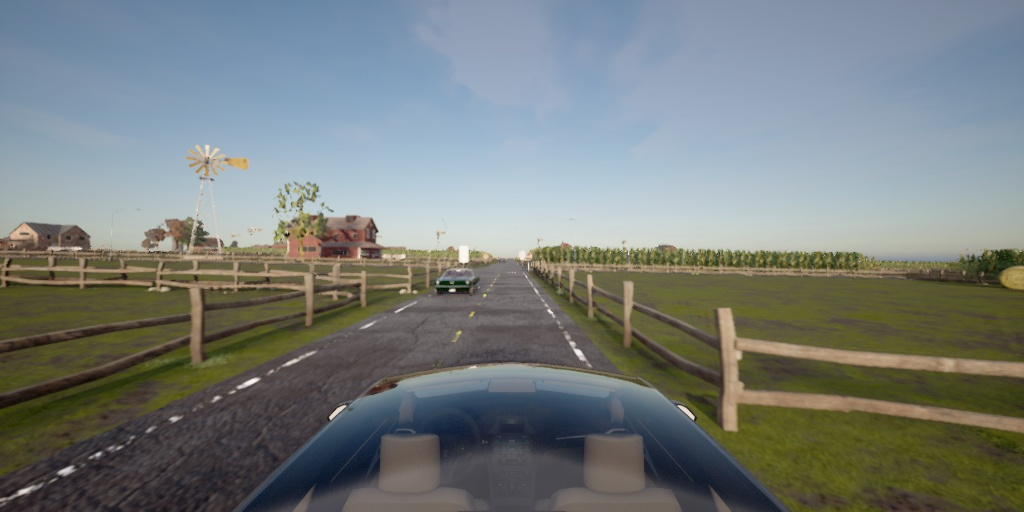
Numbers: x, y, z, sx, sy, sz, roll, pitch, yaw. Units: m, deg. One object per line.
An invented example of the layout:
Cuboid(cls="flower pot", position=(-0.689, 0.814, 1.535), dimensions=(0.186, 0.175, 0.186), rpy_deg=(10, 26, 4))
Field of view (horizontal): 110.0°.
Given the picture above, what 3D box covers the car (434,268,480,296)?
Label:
Cuboid(cls="car", position=(-2.852, 1.341, 19.374), dimensions=(1.895, 1.301, 4.718), rpy_deg=(0, 0, 0))
